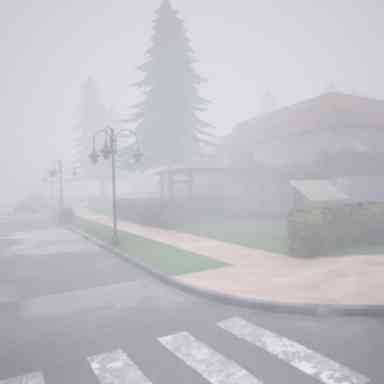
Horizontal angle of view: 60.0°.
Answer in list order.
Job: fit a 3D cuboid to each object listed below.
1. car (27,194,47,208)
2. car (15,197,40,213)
[{"bbox_3d":[-22.790,1.340,48.789,2.150,2.045,5.566,-2,1,-15],"label":"car"},{"bbox_3d":[-19.552,1.709,39.323,1.994,1.385,4.181,-2,1,-20],"label":"car"}]
